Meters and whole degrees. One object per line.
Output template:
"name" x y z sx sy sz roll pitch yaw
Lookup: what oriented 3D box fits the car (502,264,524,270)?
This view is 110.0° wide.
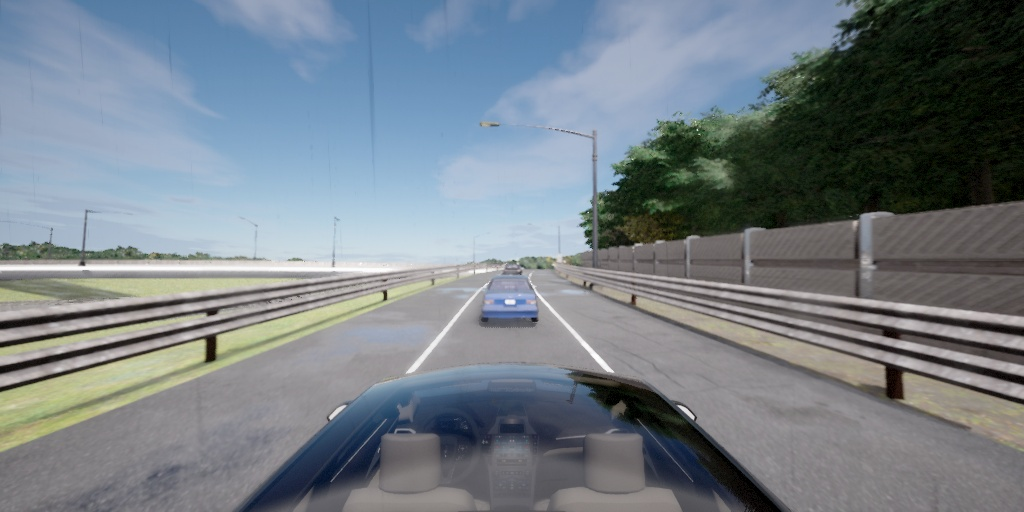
"car" 0.109 1.498 34.046 2.128 1.511 4.902 0 0 2

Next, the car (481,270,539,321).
"car" -0.082 1.390 12.834 2.033 1.411 5.357 0 0 -1
